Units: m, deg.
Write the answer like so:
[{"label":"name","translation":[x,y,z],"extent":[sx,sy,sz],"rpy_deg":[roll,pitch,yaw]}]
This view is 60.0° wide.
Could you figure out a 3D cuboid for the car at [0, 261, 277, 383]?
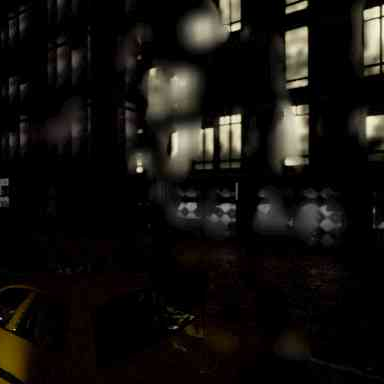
[{"label":"car","translation":[-1.512,1.497,3.897],"extent":[4.829,1.417,1.752],"rpy_deg":[1,0,35]}]
